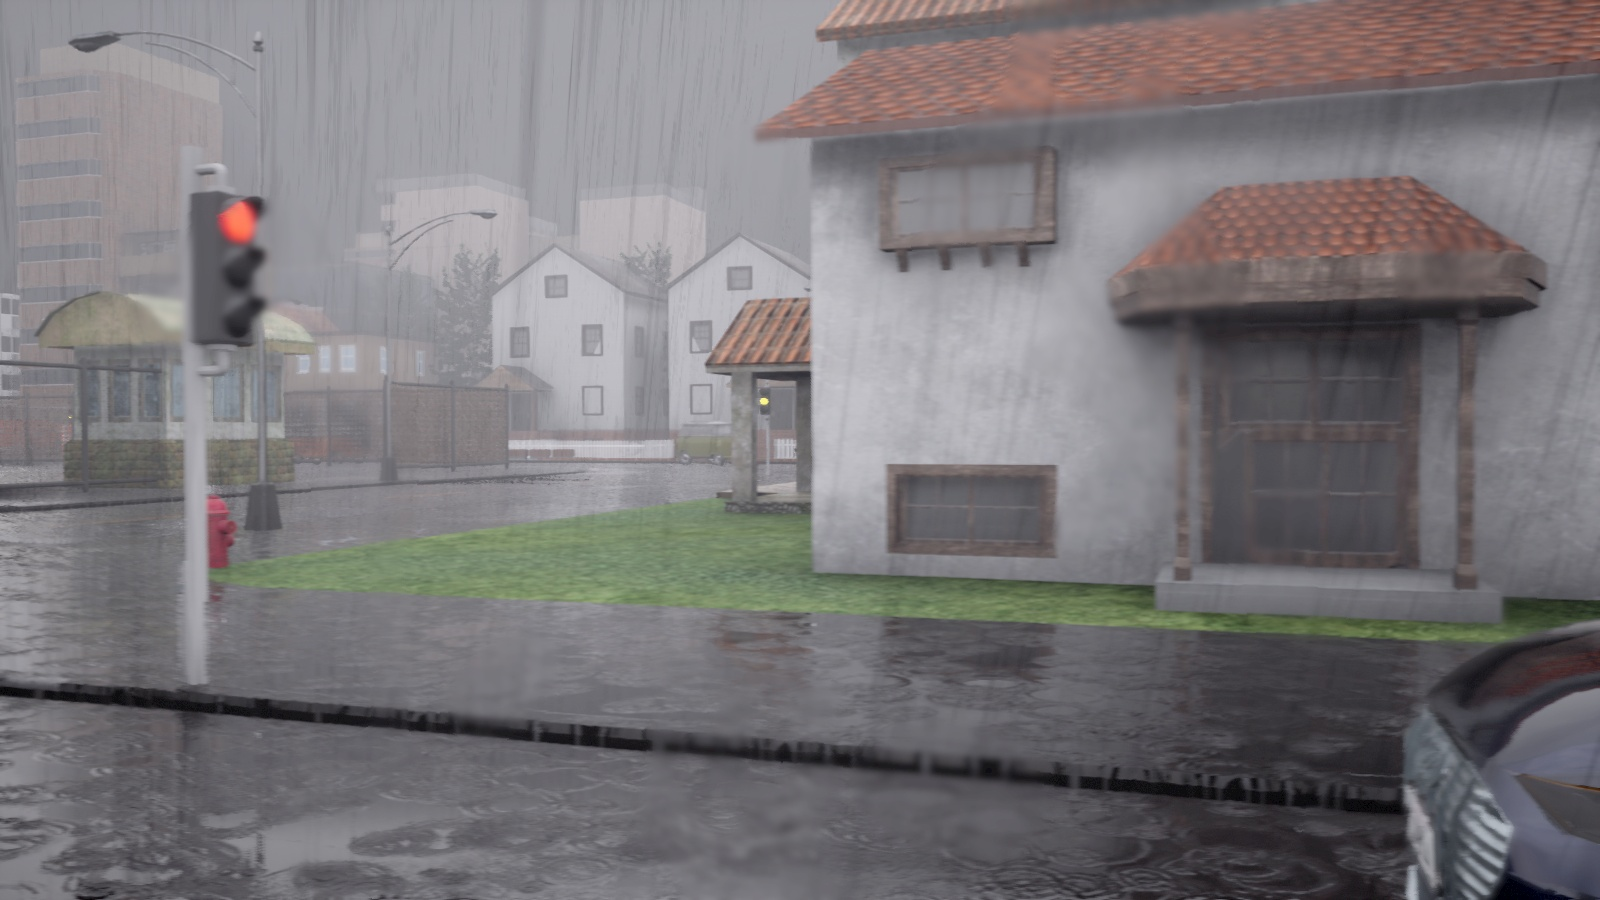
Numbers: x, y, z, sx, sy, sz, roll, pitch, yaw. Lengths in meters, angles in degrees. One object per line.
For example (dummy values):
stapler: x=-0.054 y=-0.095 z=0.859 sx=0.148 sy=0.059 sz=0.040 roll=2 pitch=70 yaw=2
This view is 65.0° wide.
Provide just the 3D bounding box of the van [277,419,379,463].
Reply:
van: x=-22.194 y=-0.450 z=59.057 sx=4.442 sy=1.987 sz=1.775 roll=1 pitch=1 yaw=20

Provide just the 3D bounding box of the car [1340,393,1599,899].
car: x=3.795 y=0.732 z=2.451 sx=4.856 sy=1.649 sz=2.033 roll=1 pitch=1 yaw=18

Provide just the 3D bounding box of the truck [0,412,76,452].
truck: x=-50.129 y=-1.158 z=81.688 sx=2.627 sy=2.467 sz=5.204 roll=0 pitch=1 yaw=7

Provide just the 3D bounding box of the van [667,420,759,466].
van: x=-3.928 y=-0.335 z=56.140 sx=1.775 sy=1.987 sz=4.442 roll=0 pitch=1 yaw=-40
